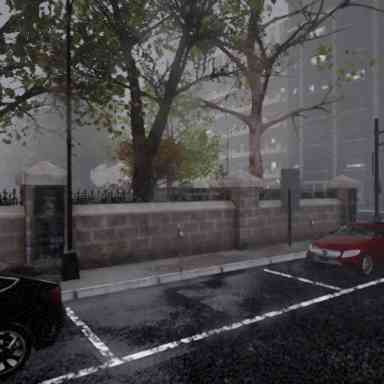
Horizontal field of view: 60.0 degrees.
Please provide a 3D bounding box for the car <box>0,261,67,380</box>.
[{"bbox_3d":[-3.756,1.566,3.912,4.313,1.339,1.947,0,0,-35],"label":"car"}]

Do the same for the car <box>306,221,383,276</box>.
[{"bbox_3d":[5.319,1.577,10.251,4.206,1.307,1.802,0,0,-35],"label":"car"}]
